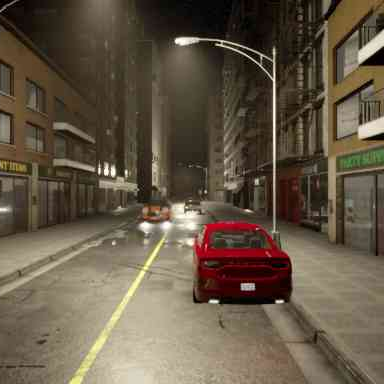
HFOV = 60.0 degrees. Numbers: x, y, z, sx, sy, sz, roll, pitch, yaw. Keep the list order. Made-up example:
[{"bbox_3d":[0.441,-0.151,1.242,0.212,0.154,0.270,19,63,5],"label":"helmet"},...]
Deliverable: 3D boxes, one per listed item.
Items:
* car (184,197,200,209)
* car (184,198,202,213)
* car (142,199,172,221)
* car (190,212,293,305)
[{"bbox_3d":[0.030,1.523,46.711,2.128,1.511,4.902,0,0,0],"label":"car"},{"bbox_3d":[0.080,1.621,36.636,1.895,1.301,4.718,0,0,0],"label":"car"},{"bbox_3d":[-2.748,1.363,26.900,2.097,1.767,4.553,0,0,0],"label":"car"},{"bbox_3d":[0.963,1.480,8.201,1.882,1.535,5.008,0,0,0],"label":"car"}]
